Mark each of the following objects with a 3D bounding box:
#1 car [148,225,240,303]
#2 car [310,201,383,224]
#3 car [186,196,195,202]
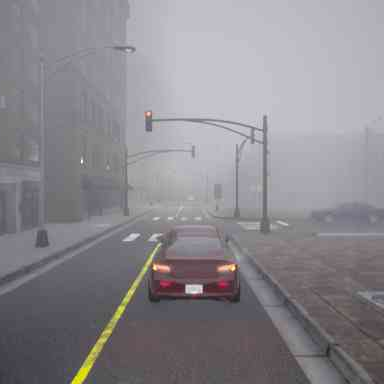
[{"bbox_3d":[0.063,1.525,8.101,1.812,1.442,4.674,0,0,1],"label":"car"},{"bbox_3d":[11.047,1.429,23.827,5.008,1.535,1.882,0,0,0],"label":"car"},{"bbox_3d":[-0.247,1.558,76.077,1.812,1.442,4.674,0,0,0],"label":"car"}]
